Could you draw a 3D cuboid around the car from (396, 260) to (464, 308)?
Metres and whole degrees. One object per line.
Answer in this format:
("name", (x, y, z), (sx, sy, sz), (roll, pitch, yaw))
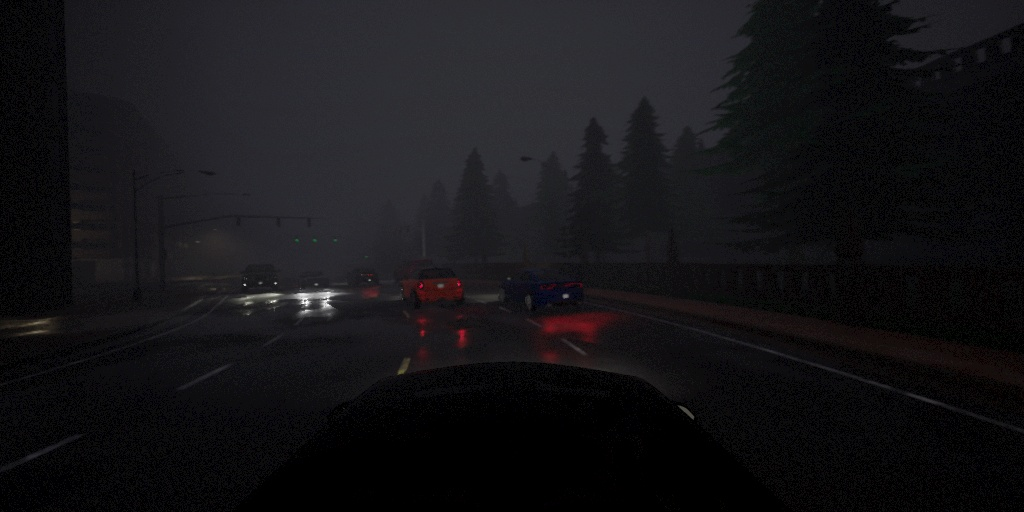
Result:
("car", (-3.792, 1.252, 16.490), (2.097, 1.767, 4.553), (-2, 0, -25))

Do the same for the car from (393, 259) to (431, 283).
("car", (-8.180, 1.285, 30.041), (2.150, 2.045, 5.566), (-2, 0, -34))

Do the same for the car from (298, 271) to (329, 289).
("car", (-16.152, 1.909, 29.132), (1.895, 1.301, 4.718), (-2, 0, -35))

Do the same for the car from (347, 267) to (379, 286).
("car", (-12.626, 1.706, 30.320), (1.837, 1.490, 4.892), (-2, 0, -34))

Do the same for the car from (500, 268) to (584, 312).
("car", (0.983, 1.224, 14.378), (1.882, 1.535, 5.008), (-1, 0, -20))

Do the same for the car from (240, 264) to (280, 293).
("car", (-19.438, 1.618, 27.723), (2.150, 2.045, 5.566), (-2, 0, -35))
